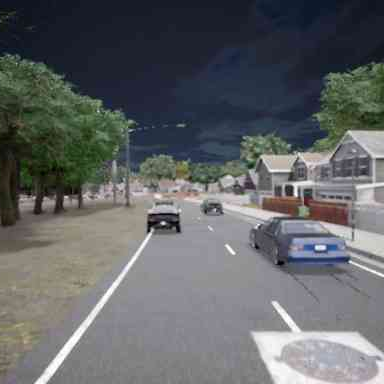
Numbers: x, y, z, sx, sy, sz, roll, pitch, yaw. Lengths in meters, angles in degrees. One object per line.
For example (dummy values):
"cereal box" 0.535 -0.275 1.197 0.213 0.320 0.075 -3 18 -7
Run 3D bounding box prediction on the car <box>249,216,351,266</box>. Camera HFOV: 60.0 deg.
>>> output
"car" 3.368 1.544 11.462 2.033 1.411 5.357 0 0 -2

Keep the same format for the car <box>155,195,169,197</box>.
"car" -2.889 1.404 35.976 1.801 1.575 5.366 0 0 -6

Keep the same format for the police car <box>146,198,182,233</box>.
"police car" -1.638 1.417 19.916 1.930 1.638 5.238 0 0 -3

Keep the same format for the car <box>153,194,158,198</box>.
"car" -7.647 1.132 74.832 1.812 1.442 4.674 0 0 -12

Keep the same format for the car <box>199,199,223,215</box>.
"car" 1.932 1.451 33.937 1.837 1.490 4.892 0 0 -5
